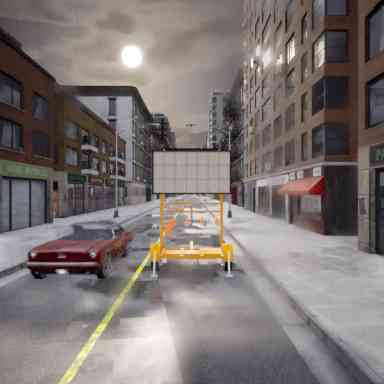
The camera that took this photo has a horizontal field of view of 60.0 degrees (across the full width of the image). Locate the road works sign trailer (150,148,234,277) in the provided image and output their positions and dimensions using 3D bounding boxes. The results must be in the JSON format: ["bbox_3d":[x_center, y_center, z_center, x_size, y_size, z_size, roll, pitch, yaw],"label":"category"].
[{"bbox_3d":[-0.008,0.465,10.225,2.380,3.560,2.880,0,0,0],"label":"road works sign trailer"}]

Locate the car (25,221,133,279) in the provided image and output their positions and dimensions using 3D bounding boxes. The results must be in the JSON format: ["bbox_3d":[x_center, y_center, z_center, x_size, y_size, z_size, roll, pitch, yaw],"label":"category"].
[{"bbox_3d":[-3.107,1.602,10.161,1.895,1.301,4.718,0,0,0],"label":"car"}]

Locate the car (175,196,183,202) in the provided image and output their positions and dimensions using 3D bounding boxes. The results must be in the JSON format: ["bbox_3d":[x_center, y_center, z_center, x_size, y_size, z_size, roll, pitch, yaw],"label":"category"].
[{"bbox_3d":[-3.074,1.580,78.390,1.812,1.442,4.674,0,0,0],"label":"car"}]
